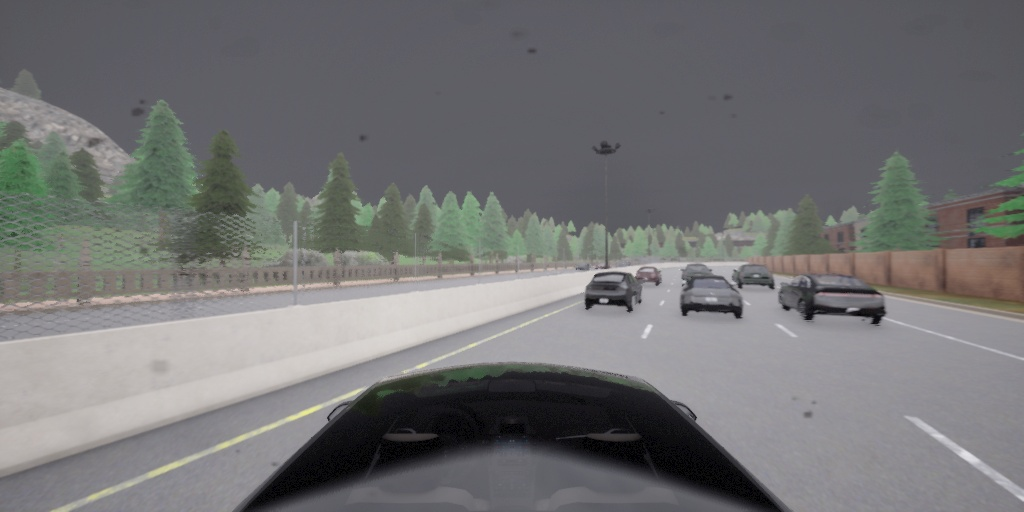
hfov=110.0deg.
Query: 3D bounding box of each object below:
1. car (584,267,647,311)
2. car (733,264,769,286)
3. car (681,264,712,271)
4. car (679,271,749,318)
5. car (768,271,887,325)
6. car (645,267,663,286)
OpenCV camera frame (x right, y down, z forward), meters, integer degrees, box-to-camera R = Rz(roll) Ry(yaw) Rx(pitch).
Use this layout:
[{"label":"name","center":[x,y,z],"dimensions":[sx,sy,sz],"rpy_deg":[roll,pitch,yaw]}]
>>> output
[{"label":"car","center":[4.457,1.414,15.445],"dimensions":[1.837,1.490,4.892],"rpy_deg":[0,0,26]},{"label":"car","center":[17.234,1.367,25.857],"dimensions":[2.097,1.767,4.553],"rpy_deg":[0,-1,26]},{"label":"car","center":[14.080,1.388,27.374],"dimensions":[2.097,1.767,4.553],"rpy_deg":[0,-1,26]},{"label":"car","center":[7.596,1.450,13.892],"dimensions":[1.994,1.385,4.181],"rpy_deg":[0,-1,26]},{"label":"car","center":[10.764,1.357,12.409],"dimensions":[2.128,1.511,4.902],"rpy_deg":[0,-1,26]},{"label":"car","center":[11.132,1.589,29.310],"dimensions":[1.812,1.442,4.674],"rpy_deg":[0,-1,26]}]
